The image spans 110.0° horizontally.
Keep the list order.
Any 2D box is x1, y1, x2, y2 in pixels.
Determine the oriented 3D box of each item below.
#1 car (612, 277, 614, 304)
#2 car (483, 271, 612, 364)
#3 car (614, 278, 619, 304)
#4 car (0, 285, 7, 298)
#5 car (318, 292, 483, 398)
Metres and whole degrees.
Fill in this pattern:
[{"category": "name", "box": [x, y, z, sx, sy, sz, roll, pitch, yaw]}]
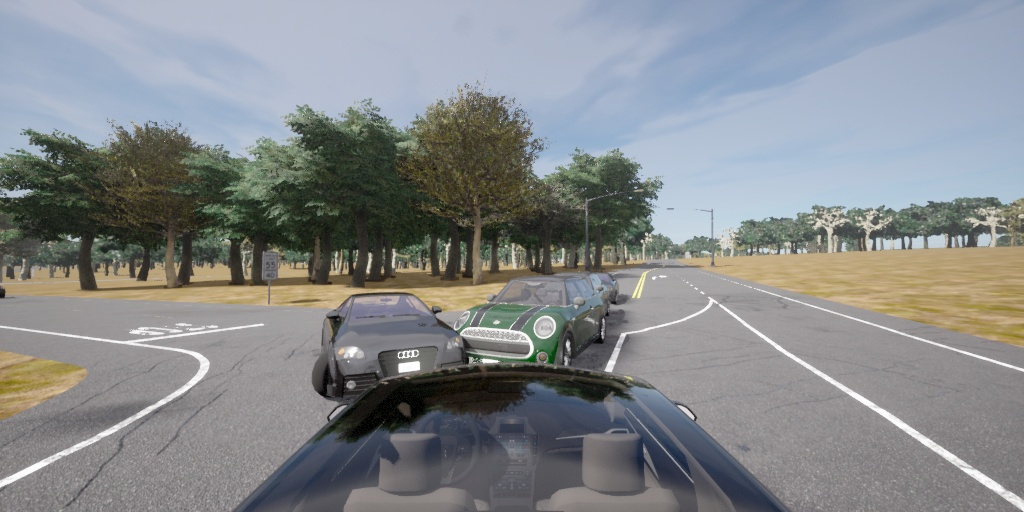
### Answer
[{"category": "car", "box": [2.031, 1.343, 12.103, 2.097, 1.767, 4.553, -1, -1, 21]}, {"category": "car", "box": [0.623, 1.217, 7.791, 2.097, 1.767, 4.553, -1, -2, 26]}, {"category": "car", "box": [4.228, 1.508, 17.829, 1.994, 1.385, 4.181, -1, 0, 19]}, {"category": "car", "box": [-40.845, 2.559, 27.369, 4.181, 1.385, 1.994, -2, -3, 22]}, {"category": "car", "box": [-2.350, 1.375, 6.587, 1.994, 1.385, 4.181, 1, -2, -29]}]
